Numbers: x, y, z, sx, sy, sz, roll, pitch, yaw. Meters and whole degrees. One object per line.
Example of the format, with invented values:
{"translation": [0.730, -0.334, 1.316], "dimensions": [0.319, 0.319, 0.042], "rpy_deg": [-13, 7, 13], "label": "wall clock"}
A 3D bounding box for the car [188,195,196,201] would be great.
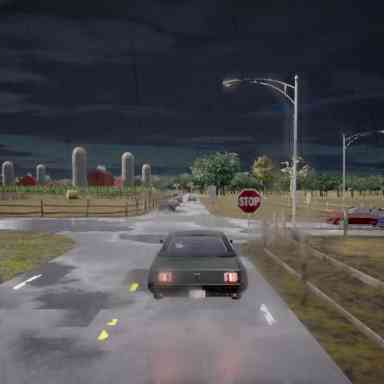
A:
{"translation": [0.040, 1.439, 78.602], "dimensions": [1.994, 1.385, 4.181], "rpy_deg": [0, 0, 0], "label": "car"}

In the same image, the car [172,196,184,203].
{"translation": [-2.739, 1.464, 65.930], "dimensions": [2.033, 1.411, 5.357], "rpy_deg": [0, 0, 1], "label": "car"}

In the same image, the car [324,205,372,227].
{"translation": [12.162, 1.708, 24.015], "dimensions": [5.008, 1.535, 1.882], "rpy_deg": [1, 1, 1], "label": "car"}

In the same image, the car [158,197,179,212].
{"translation": [-2.784, 1.570, 38.173], "dimensions": [1.895, 1.301, 4.718], "rpy_deg": [0, 0, -1], "label": "car"}

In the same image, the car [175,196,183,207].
{"translation": [-2.813, 1.514, 49.855], "dimensions": [1.994, 1.385, 4.181], "rpy_deg": [0, 0, 0], "label": "car"}

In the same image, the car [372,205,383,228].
{"translation": [14.431, 1.675, 21.055], "dimensions": [4.553, 1.767, 2.097], "rpy_deg": [1, 1, 1], "label": "car"}

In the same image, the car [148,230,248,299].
{"translation": [0.107, 1.597, 8.361], "dimensions": [1.895, 1.301, 4.718], "rpy_deg": [0, 0, 0], "label": "car"}
